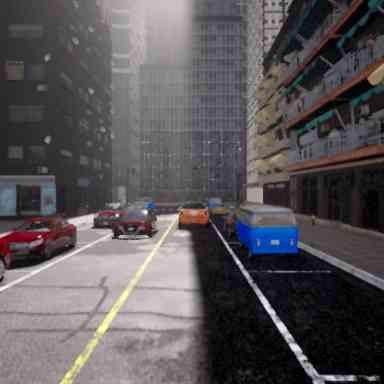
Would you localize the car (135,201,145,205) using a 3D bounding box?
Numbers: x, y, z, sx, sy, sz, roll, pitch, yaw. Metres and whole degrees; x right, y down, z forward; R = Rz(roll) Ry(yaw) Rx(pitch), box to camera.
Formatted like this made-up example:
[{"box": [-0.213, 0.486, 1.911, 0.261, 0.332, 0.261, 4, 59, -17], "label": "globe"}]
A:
[{"box": [-5.654, 1.729, 29.473, 1.947, 1.339, 4.313, -1, 0, 0], "label": "car"}]

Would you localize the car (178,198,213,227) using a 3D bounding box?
[{"box": [0.139, 1.487, 24.095, 2.097, 1.767, 4.553, 0, 0, 0], "label": "car"}]

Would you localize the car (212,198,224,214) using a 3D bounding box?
[{"box": [2.735, 1.721, 35.203, 1.752, 1.417, 4.829, -1, 0, 0], "label": "car"}]

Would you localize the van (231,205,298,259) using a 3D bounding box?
[{"box": [2.696, 1.411, 12.627, 1.690, 1.788, 3.998, -1, 0, 0], "label": "van"}]

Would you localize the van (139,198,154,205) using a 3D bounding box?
[{"box": [-5.639, 1.568, 40.678, 1.690, 1.788, 3.998, -1, 0, 0], "label": "van"}]

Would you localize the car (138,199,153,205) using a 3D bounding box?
[{"box": [-5.645, 1.746, 35.076, 2.008, 1.369, 4.403, -1, 0, 0], "label": "car"}]

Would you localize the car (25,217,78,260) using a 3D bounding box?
[{"box": [-5.680, 1.652, 12.668, 1.802, 1.307, 4.206, -1, 0, 0], "label": "car"}]

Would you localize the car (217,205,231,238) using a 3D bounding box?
[{"box": [2.709, 1.652, 18.228, 2.008, 1.369, 4.403, -1, 0, 0], "label": "car"}]

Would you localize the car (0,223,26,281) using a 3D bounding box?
[{"box": [-5.690, 1.584, 7.066, 1.887, 1.381, 4.507, -1, 0, 0], "label": "car"}]

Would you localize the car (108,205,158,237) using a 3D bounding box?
[{"box": [-3.046, 1.667, 18.587, 1.994, 1.385, 4.181, 0, 0, 0], "label": "car"}]

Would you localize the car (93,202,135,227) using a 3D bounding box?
[{"box": [-5.664, 1.572, 23.873, 1.967, 1.590, 4.097, -1, 0, 0], "label": "car"}]

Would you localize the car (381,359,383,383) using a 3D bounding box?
[{"box": [2.682, 1.575, 1.422, 1.947, 1.339, 4.313, -1, 0, 0], "label": "car"}]

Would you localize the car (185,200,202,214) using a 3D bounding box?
[{"box": [0.163, 1.724, 39.343, 1.837, 1.490, 4.892, 0, 0, 0], "label": "car"}]
